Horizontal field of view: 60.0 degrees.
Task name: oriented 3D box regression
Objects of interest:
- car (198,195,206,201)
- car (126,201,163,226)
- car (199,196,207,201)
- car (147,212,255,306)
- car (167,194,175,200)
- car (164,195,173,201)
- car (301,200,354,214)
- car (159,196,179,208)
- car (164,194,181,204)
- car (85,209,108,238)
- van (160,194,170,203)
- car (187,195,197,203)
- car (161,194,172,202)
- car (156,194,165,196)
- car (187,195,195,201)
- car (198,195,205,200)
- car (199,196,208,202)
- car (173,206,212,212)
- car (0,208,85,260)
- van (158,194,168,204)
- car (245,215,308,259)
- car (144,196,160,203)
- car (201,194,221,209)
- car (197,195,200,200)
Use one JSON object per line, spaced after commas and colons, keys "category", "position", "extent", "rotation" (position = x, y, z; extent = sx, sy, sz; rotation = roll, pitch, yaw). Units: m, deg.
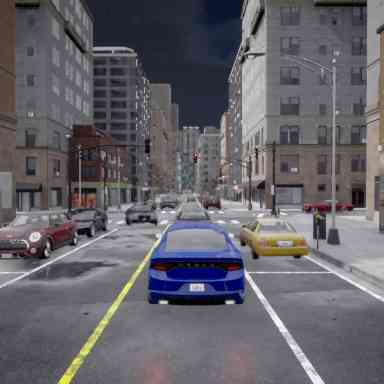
{"category": "car", "position": [2.668, 1.633, 89.304], "extent": [1.947, 1.339, 4.313], "rotation": [-1, 0, 0]}
{"category": "car", "position": [-3.546, 1.575, 23.348], "extent": [1.994, 1.385, 4.181], "rotation": [0, 0, -15]}
{"category": "car", "position": [2.678, 1.631, 83.718], "extent": [1.947, 1.339, 4.313], "rotation": [-1, 0, 0]}
{"category": "car", "position": [0.079, 1.478, 8.152], "extent": [1.882, 1.535, 5.008], "rotation": [0, 0, 0]}
{"category": "car", "position": [-5.882, 1.510, 94.871], "extent": [1.967, 1.590, 4.097], "rotation": [-1, 0, 0]}
{"category": "car", "position": [-5.858, 1.505, 83.700], "extent": [1.967, 1.590, 4.097], "rotation": [-1, 0, 0]}
{"category": "car", "position": [13.289, 1.457, 32.882], "extent": [4.718, 1.301, 1.895], "rotation": [-1, 1, -1]}
{"category": "car", "position": [-3.193, 1.582, 45.347], "extent": [2.033, 1.411, 5.357], "rotation": [0, 0, 0]}
{"category": "car", "position": [-3.206, 1.551, 55.318], "extent": [1.837, 1.490, 4.892], "rotation": [0, 0, 0]}
{"category": "car", "position": [-5.715, 1.570, 17.726], "extent": [1.947, 1.339, 4.313], "rotation": [-1, 0, 0]}
{"category": "van", "position": [-5.835, 1.400, 72.529], "extent": [1.690, 1.788, 3.998], "rotation": [-1, 0, 0]}
{"category": "car", "position": [-0.159, 1.577, 74.045], "extent": [2.128, 1.511, 4.902], "rotation": [0, 0, 0]}
{"category": "car", "position": [-5.847, 1.377, 78.115], "extent": [2.192, 1.841, 5.009], "rotation": [-1, 0, 0]}
{"category": "car", "position": [-5.797, 1.571, 55.601], "extent": [1.752, 1.417, 4.829], "rotation": [-1, 0, 0]}
{"category": "car", "position": [-0.182, 1.534, 84.497], "extent": [1.895, 1.301, 4.718], "rotation": [0, 0, 0]}
{"category": "car", "position": [2.657, 1.621, 94.890], "extent": [2.008, 1.369, 4.403], "rotation": [-1, 0, 0]}
{"category": "car", "position": [2.688, 1.587, 78.303], "extent": [1.752, 1.417, 4.829], "rotation": [-1, 0, 0]}
{"category": "car", "position": [0.063, 1.605, 17.515], "extent": [1.895, 1.301, 4.718], "rotation": [0, 0, 0]}
{"category": "car", "position": [-5.704, 1.441, 12.230], "extent": [1.967, 1.590, 4.097], "rotation": [-1, 0, 0]}
{"category": "van", "position": [-5.823, 1.396, 66.943], "extent": [1.690, 1.788, 3.998], "rotation": [-1, 0, 0]}
{"category": "car", "position": [2.821, 1.527, 12.419], "extent": [1.752, 1.417, 4.829], "rotation": [-1, 0, 0]}
{"category": "car", "position": [-5.773, 1.600, 44.599], "extent": [1.947, 1.339, 4.313], "rotation": [-1, 0, 0]}
{"category": "car", "position": [2.750, 1.349, 44.617], "extent": [2.192, 1.841, 5.009], "rotation": [-1, 0, 0]}
{"category": "car", "position": [2.707, 1.370, 66.961], "extent": [2.192, 1.841, 5.009], "rotation": [-1, 0, 0]}
